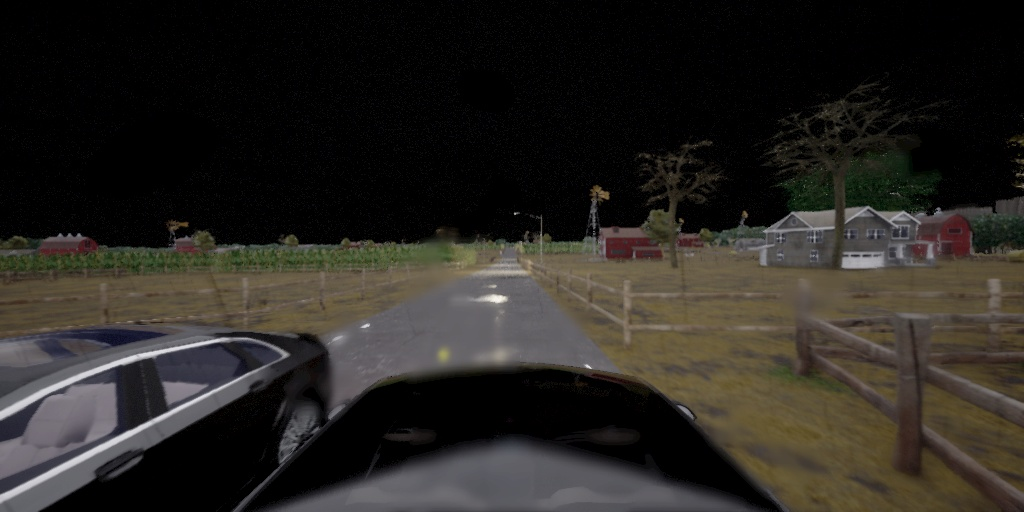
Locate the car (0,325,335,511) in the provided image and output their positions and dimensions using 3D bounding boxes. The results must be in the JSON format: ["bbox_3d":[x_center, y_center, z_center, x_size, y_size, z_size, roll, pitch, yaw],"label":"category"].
[{"bbox_3d":[-2.751,1.241,1.761,2.128,1.511,4.902,0,0,0],"label":"car"}]
